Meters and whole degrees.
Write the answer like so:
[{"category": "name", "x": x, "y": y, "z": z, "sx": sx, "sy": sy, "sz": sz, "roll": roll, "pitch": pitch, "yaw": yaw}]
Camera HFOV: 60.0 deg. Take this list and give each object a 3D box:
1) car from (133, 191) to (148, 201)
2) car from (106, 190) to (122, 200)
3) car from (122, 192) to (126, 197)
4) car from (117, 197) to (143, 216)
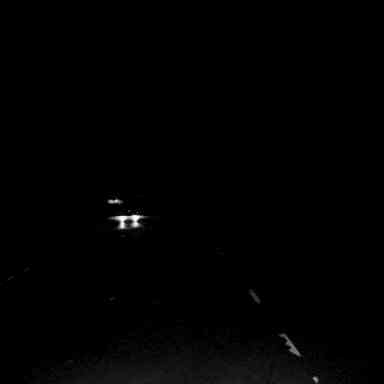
[{"category": "car", "x": -10.021, "y": 0.733, "z": 64.457, "sx": 2.150, "sy": 2.045, "sz": 5.566, "roll": -2, "pitch": 1, "yaw": -19}, {"category": "car", "x": -17.040, "y": 0.924, "z": 72.045, "sx": 2.128, "sy": 1.511, "sz": 4.902, "roll": -2, "pitch": 2, "yaw": -20}, {"category": "car", "x": -17.292, "y": 0.703, "z": 81.589, "sx": 2.033, "sy": 1.411, "sz": 5.357, "roll": -2, "pitch": 2, "yaw": -20}, {"category": "car", "x": -6.082, "y": 1.550, "z": 32.410, "sx": 1.994, "sy": 1.385, "sz": 4.181, "roll": -1, "pitch": 0, "yaw": -10}]
